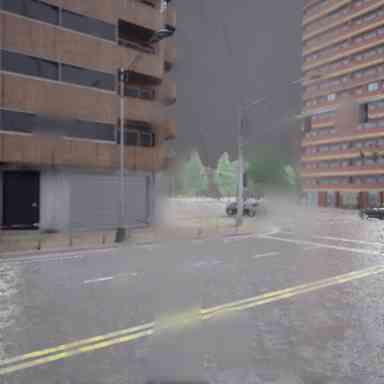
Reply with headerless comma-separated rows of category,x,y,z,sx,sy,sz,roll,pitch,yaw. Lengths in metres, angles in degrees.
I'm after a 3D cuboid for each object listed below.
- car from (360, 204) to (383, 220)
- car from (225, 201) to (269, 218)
car,16.250,1.714,27.782,1.837,1.490,4.892,2,-1,-12
car,5.291,1.669,32.245,1.837,1.490,4.892,0,0,-35
